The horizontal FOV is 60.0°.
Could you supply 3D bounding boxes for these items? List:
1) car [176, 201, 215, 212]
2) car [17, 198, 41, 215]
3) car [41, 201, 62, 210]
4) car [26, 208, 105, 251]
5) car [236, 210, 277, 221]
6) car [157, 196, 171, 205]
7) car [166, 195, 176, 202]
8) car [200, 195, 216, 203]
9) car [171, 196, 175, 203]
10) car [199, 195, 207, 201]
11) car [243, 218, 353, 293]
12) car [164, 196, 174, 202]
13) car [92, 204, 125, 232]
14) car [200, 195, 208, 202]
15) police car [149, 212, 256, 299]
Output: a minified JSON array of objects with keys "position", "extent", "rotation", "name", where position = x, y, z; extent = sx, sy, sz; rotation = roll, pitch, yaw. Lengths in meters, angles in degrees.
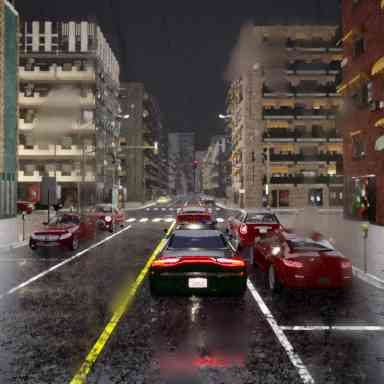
[{"position":[0.125,1.482,19.036],"extent":[1.882,1.535,5.008],"rotation":[0,0,0],"name":"car"},{"position":[-17.462,1.241,31.244],"extent":[5.009,1.841,2.192],"rotation":[0,-1,0],"name":"car"},{"position":[-17.499,1.591,39.120],"extent":[4.313,1.339,1.947],"rotation":[0,-1,0],"name":"car"},{"position":[-5.267,1.585,14.144],"extent":[1.802,1.307,4.206],"rotation":[1,0,0],"name":"car"},{"position":[2.620,1.444,14.141],"extent":[1.967,1.590,4.097],"rotation":[1,0,0],"name":"car"},{"position":[-5.121,1.536,57.736],"extent":[1.752,1.417,4.829],"rotation":[1,0,0],"name":"car"},{"position":[-5.047,1.557,80.590],"extent":[1.887,1.381,4.507],"rotation":[1,0,0],"name":"car"},{"position":[2.742,1.560,52.240],"extent":[2.008,1.369,4.403],"rotation":[1,0,0],"name":"car"},{"position":[-5.084,1.537,69.078],"extent":[1.752,1.417,4.829],"rotation":[1,0,0],"name":"car"},{"position":[2.852,1.564,86.265],"extent":[2.008,1.369,4.403],"rotation":[1,0,0],"name":"car"},{"position":[2.600,1.584,8.592],"extent":[1.802,1.307,4.206],"rotation":[1,0,0],"name":"car"},{"position":[-5.066,1.578,74.919],"extent":[1.947,1.339,4.313],"rotation":[1,0,0],"name":"car"},{"position":[-5.251,1.445,19.693],"extent":[1.967,1.590,4.097],"rotation":[1,0,0],"name":"car"},{"position":[2.833,1.557,80.594],"extent":[1.887,1.381,4.507],"rotation":[1,0,0],"name":"car"},{"position":[0.124,1.507,8.575],"extent":[2.038,1.542,4.974],"rotation":[0,0,0],"name":"police car"}]
